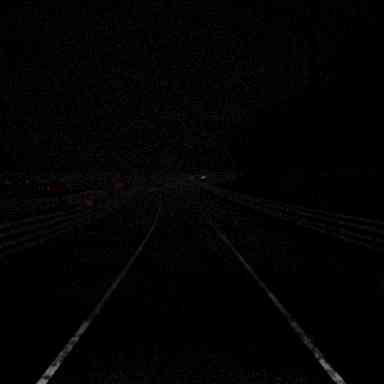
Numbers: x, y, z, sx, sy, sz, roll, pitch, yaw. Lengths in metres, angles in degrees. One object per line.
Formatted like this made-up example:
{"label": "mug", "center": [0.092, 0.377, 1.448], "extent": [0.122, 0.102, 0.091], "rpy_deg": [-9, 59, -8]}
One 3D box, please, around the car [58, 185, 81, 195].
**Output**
{"label": "car", "center": [-16.736, -0.064, 48.268], "extent": [1.895, 1.301, 4.718], "rpy_deg": [1, 4, 14]}

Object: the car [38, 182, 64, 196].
{"label": "car", "center": [-20.137, -0.482, 49.077], "extent": [2.150, 2.045, 5.566], "rpy_deg": [1, 4, 14]}

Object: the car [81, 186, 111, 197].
{"label": "car", "center": [-13.342, -0.130, 47.410], "extent": [1.837, 1.490, 4.892], "rpy_deg": [1, 4, 14]}

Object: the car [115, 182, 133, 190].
{"label": "car", "center": [-13.003, -1.216, 63.615], "extent": [1.882, 1.535, 5.008], "rpy_deg": [1, 4, 14]}

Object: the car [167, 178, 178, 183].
{"label": "car", "center": [-5.450, -3.259, 94.688], "extent": [1.837, 1.490, 4.892], "rpy_deg": [1, 4, 14]}

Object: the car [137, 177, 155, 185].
{"label": "car", "center": [-11.681, -2.494, 83.873], "extent": [1.812, 1.442, 4.674], "rpy_deg": [1, 4, 14]}

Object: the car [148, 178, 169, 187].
{"label": "car", "center": [-7.237, -1.711, 72.523], "extent": [1.895, 1.301, 4.718], "rpy_deg": [1, 4, 14]}
